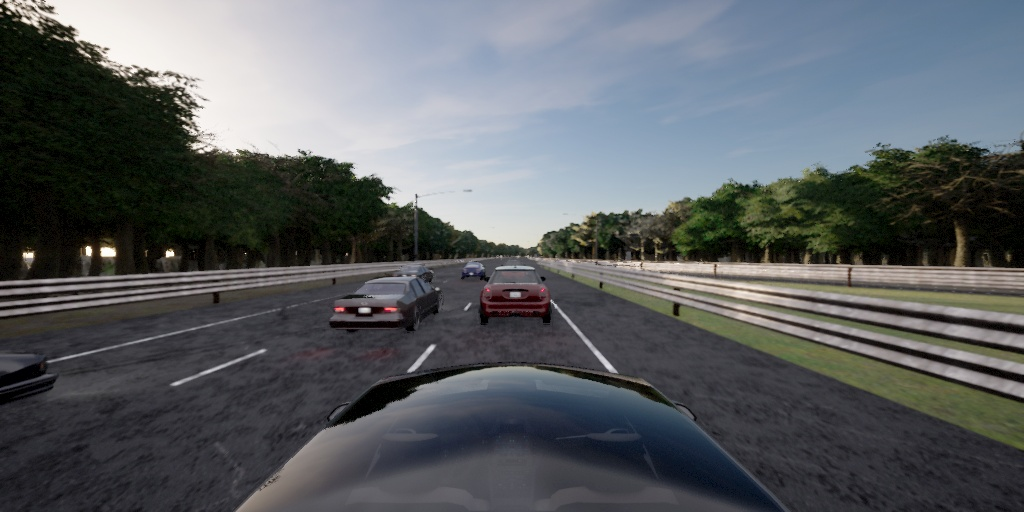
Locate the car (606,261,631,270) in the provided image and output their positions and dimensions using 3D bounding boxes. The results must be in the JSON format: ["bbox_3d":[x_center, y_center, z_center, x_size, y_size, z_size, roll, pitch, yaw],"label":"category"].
[{"bbox_3d":[16.663,1.497,56.323,2.033,1.411,5.357,0,0,-17],"label":"car"}]

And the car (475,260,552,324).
[{"bbox_3d":[0.099,1.107,12.188,2.097,1.767,4.553,0,0,0],"label":"car"}]

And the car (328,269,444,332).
[{"bbox_3d":[-3.398,1.302,10.777,2.033,1.411,5.357,0,0,0],"label":"car"}]

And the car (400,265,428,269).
[{"bbox_3d":[-6.900,1.320,25.494,2.033,1.411,5.357,0,0,0],"label":"car"}]

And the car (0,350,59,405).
[{"bbox_3d":[-6.901,1.296,2.177,2.033,1.411,5.357,0,0,0],"label":"car"}]

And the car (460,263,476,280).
[{"bbox_3d":[-3.393,1.309,32.243,1.812,1.442,4.674,0,0,0],"label":"car"}]
